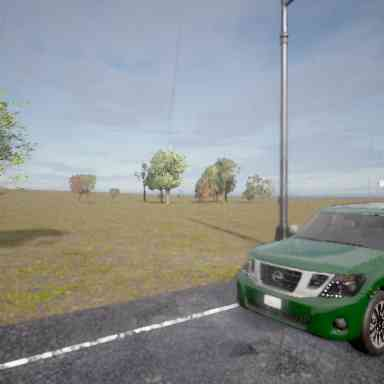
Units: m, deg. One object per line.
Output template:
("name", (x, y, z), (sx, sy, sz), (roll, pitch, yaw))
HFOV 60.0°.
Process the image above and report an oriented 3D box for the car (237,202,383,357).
("car", (3.419, 1.252, 6.445), (5.566, 2.045, 2.150), (0, 0, -36))
